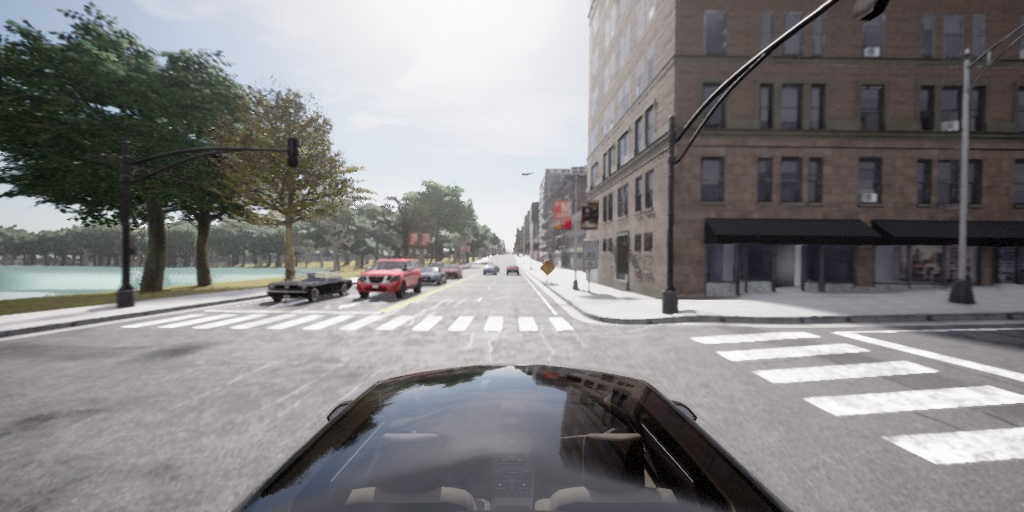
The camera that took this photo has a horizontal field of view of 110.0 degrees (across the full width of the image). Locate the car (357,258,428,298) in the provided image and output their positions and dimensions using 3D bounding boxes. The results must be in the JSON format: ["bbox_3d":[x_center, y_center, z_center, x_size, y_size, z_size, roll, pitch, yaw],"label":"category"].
[{"bbox_3d":[-6.585,1.150,20.053,2.150,2.045,5.566,1,-1,0],"label":"car"}]

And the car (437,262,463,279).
[{"bbox_3d":[-6.571,1.672,39.342,1.882,1.535,5.008,1,-1,0],"label":"car"}]

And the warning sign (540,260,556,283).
[{"bbox_3d":[2.860,1.256,29.273,1.300,1.860,1.060,0,0,0],"label":"warning sign"}]

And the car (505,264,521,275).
[{"bbox_3d":[0.119,1.917,50.856,1.837,1.490,4.892,1,-1,0],"label":"car"}]

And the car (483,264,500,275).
[{"bbox_3d":[-3.128,1.929,50.782,2.033,1.411,5.357,1,-1,0],"label":"car"}]

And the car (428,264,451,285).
[{"bbox_3d":[-6.580,1.619,29.437,1.994,1.385,4.181,1,-1,1],"label":"car"}]

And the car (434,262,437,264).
[{"bbox_3d":[-9.788,1.623,47.105,2.097,1.767,4.553,1,-1,0],"label":"car"}]

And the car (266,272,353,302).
[{"bbox_3d":[-9.839,1.470,17.853,1.895,1.301,4.718,1,-1,0],"label":"car"}]

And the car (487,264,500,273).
[{"bbox_3d":[-3.135,2.070,61.113,1.994,1.385,4.181,1,-1,0],"label":"car"}]
